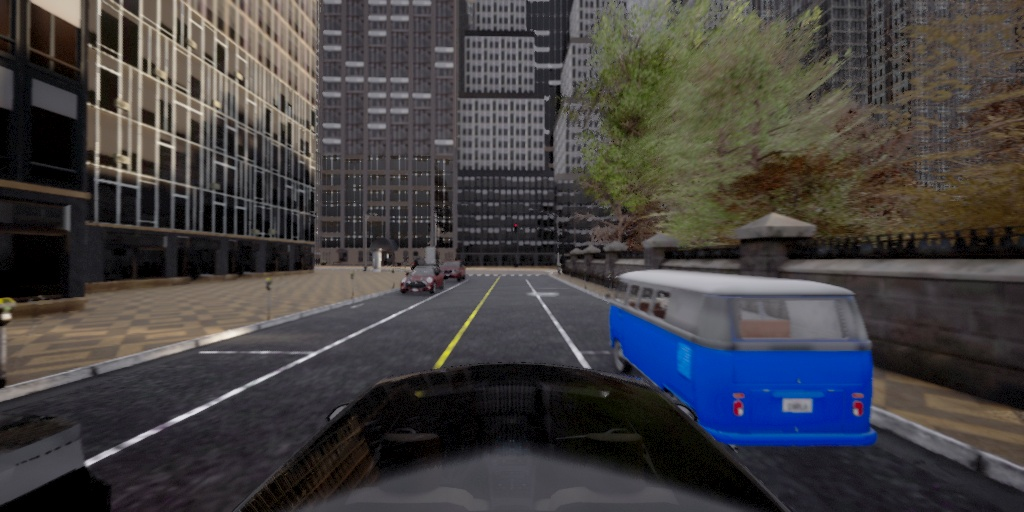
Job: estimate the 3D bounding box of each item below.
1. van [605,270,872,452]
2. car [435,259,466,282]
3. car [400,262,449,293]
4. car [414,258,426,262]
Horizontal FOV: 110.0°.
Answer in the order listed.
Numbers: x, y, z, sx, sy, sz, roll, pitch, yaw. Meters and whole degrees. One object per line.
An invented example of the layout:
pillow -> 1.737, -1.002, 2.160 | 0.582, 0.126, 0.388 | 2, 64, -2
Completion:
van -> 2.563, 1.120, 5.067 | 1.690, 1.789, 3.998 | 0, 0, 0
car -> -5.394, 1.324, 32.788 | 2.192, 1.841, 5.009 | 0, 0, 0
car -> -5.321, 1.358, 21.702 | 1.967, 1.591, 4.097 | 0, 0, 0
car -> -10.909, 1.345, 49.225 | 5.566, 2.045, 2.150 | 2, -1, -1
